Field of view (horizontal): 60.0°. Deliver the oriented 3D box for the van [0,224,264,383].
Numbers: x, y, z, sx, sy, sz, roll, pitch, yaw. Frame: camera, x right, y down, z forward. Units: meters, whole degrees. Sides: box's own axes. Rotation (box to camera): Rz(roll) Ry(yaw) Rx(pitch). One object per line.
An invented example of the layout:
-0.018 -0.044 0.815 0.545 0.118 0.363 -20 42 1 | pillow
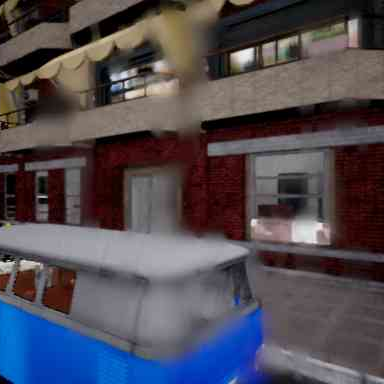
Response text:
-1.207 1.333 3.747 3.998 1.788 1.690 0 0 36 | van
